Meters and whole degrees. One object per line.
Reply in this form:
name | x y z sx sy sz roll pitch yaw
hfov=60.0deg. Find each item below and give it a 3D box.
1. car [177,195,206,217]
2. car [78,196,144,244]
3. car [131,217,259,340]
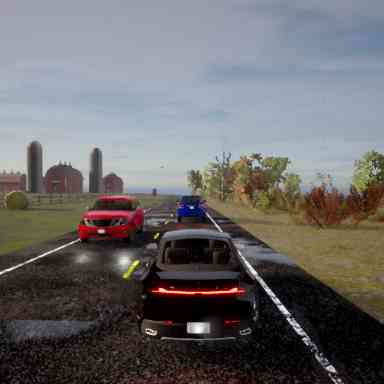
car | -0.033 1.220 26.430 2.150 2.045 5.566 0 0 -1
car | -3.654 1.219 16.120 2.150 2.045 5.566 0 0 0
car | 0.083 1.504 6.710 1.837 1.490 4.892 0 0 0
